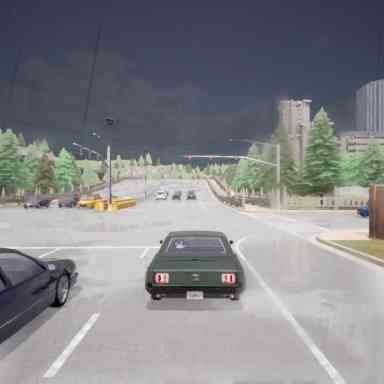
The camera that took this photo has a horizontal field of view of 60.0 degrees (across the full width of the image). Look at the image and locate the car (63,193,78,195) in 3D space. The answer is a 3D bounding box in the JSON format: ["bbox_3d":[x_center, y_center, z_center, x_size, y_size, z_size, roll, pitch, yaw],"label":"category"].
[{"bbox_3d":[-21.089,1.223,56.991,2.150,2.045,5.566,0,0,-1],"label":"car"}]

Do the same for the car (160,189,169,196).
[{"bbox_3d":[-7.161,0.229,87.868,1.895,1.301,4.718,0,7,0],"label":"car"}]

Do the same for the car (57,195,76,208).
[{"bbox_3d":[-17.596,1.505,47.820,1.837,1.490,4.892,0,0,0],"label":"car"}]

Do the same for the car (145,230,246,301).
[{"bbox_3d":[0.108,1.601,8.304,1.895,1.301,4.718,0,0,1],"label":"car"}]

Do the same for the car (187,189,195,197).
[{"bbox_3d":[-0.159,0.222,87.456,2.033,1.411,5.357,0,7,0],"label":"car"}]

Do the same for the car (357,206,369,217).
[{"bbox_3d":[16.999,1.478,28.842,5.008,1.535,1.882,0,0,0],"label":"car"}]

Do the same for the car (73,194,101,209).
[{"bbox_3d":[-14.070,1.478,45.356,1.882,1.535,5.008,0,0,-1],"label":"car"}]

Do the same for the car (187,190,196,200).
[{"bbox_3d":[-0.104,0.855,77.387,2.097,1.767,4.553,0,4,0],"label":"car"}]

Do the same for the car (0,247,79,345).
[{"bbox_3d":[-3.431,1.547,4.894,2.033,1.411,5.357,0,0,0],"label":"car"}]

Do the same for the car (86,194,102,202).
[{"bbox_3d":[-21.073,1.264,71.708,1.882,1.535,5.008,0,2,0],"label":"car"}]

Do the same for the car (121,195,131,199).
[{"bbox_3d":[-14.068,1.347,70.768,1.812,1.442,4.674,0,1,0],"label":"car"}]

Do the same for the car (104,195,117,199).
[{"bbox_3d":[-14.089,1.490,56.576,2.128,1.511,4.902,0,0,0],"label":"car"}]

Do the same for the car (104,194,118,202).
[{"bbox_3d":[-17.576,1.314,72.269,1.994,1.385,4.181,0,2,0],"label":"car"}]

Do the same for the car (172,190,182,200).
[{"bbox_3d":[-3.603,1.019,77.135,1.837,1.490,4.892,0,4,0],"label":"car"}]

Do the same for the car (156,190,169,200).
[{"bbox_3d":[-7.102,0.730,77.233,2.150,2.045,5.566,0,4,0],"label":"car"}]

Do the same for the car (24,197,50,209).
[{"bbox_3d":[-21.096,1.491,45.372,2.128,1.511,4.902,0,0,0],"label":"car"}]

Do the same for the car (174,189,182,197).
[{"bbox_3d":[-3.659,0.207,87.435,2.128,1.511,4.902,0,7,0],"label":"car"}]
